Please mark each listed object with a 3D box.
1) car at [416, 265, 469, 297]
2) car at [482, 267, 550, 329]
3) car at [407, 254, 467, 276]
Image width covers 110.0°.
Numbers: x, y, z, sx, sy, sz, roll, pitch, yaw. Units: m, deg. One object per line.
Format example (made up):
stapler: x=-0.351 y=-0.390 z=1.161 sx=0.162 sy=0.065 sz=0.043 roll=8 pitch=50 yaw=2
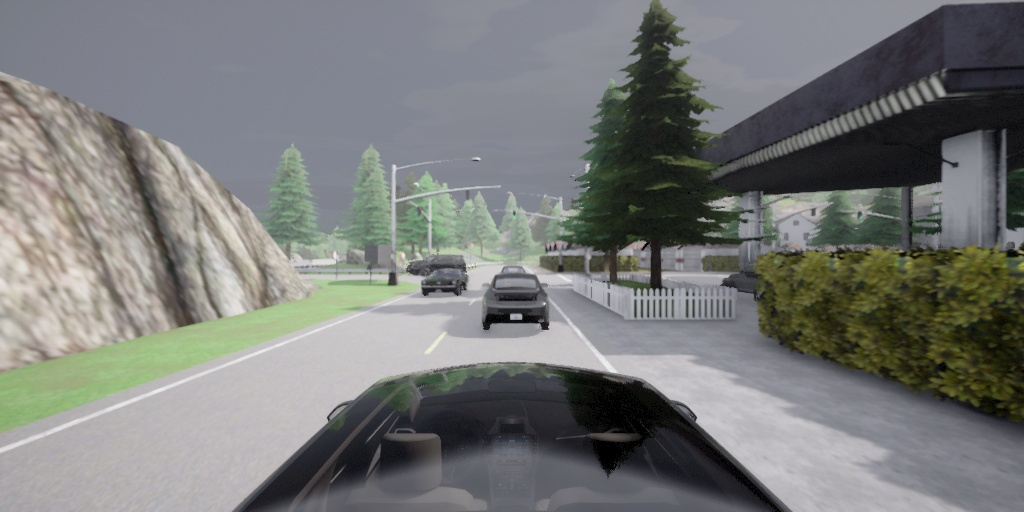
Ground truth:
car: x=-3.495 y=1.369 z=19.342 sx=1.895 sy=1.301 sz=4.718 roll=0 pitch=0 yaw=0
car: x=0.104 y=1.266 z=11.326 sx=1.837 sy=1.490 sz=4.892 roll=0 pitch=0 yaw=0
car: x=-6.936 y=0.864 z=33.746 sx=5.566 sy=2.045 sz=2.150 roll=1 pitch=3 yaw=-36
